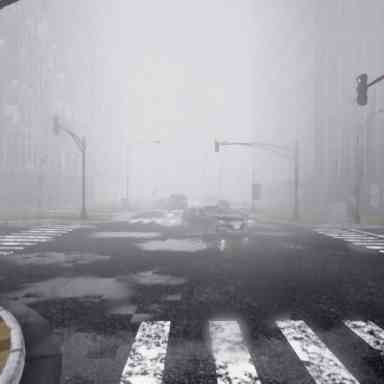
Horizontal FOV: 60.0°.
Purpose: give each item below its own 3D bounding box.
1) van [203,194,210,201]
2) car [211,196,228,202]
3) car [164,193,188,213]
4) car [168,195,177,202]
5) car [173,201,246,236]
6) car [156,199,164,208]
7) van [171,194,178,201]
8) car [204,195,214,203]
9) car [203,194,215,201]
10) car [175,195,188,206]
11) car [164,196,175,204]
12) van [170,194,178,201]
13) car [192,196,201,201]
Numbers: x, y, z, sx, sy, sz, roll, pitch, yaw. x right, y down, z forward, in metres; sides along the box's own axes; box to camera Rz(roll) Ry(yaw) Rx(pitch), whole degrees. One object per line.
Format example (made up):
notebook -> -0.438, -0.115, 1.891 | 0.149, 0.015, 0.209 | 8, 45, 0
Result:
van -> 3.469, 1.318, 80.488 | 1.690, 1.788, 3.998 | 0, 0, 0
car -> 3.800, 1.578, 41.796 | 1.947, 1.339, 4.313 | 0, 0, 0
car -> -1.639, 1.232, 38.375 | 2.150, 2.045, 5.566 | 0, 0, -1
car -> -4.371, 1.423, 74.903 | 1.967, 1.590, 4.097 | 0, 0, 0
car -> 1.097, 1.513, 19.003 | 2.128, 1.511, 4.902 | 0, 0, -29
car -> -4.170, 1.591, 47.265 | 1.802, 1.307, 4.206 | 0, 0, 0
van -> -4.451, 1.312, 85.958 | 1.690, 1.788, 3.998 | 0, 0, 0
car -> 3.550, 1.430, 69.433 | 1.967, 1.590, 4.097 | 0, 0, 0
car -> 3.590, 1.311, 63.905 | 2.192, 1.841, 5.009 | 0, 0, 0
car -> -1.751, 1.355, 56.278 | 2.097, 1.767, 4.553 | 0, 0, 0
car -> -4.290, 1.562, 63.848 | 1.947, 1.339, 4.313 | 0, 0, 0
van -> -4.411, 1.318, 80.430 | 1.690, 1.788, 3.998 | 0, 0, 0
car -> 0.962, 1.510, 73.077 | 1.812, 1.442, 4.674 | 0, 0, 0
